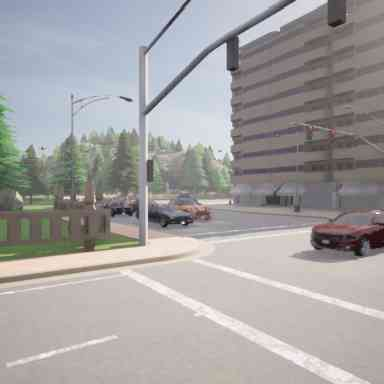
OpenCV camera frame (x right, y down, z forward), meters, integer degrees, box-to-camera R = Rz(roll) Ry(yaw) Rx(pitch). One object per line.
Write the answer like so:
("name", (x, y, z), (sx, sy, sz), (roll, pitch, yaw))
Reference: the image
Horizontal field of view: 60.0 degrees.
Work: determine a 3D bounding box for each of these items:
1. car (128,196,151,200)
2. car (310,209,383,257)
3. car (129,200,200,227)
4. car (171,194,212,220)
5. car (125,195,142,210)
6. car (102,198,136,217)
("car", (-4.855, 1.422, 34.380), (1.882, 1.535, 5.008), (0, 0, -22))
("car", (6.701, 1.461, 13.080), (5.008, 1.535, 1.882), (0, 0, -36))
("car", (-2.023, 1.492, 22.453), (2.033, 1.411, 5.357), (0, 0, -34))
("car", (-0.378, 1.297, 26.457), (2.097, 1.767, 4.553), (0, 0, -32))
("car", (-7.609, 1.297, 43.701), (2.097, 1.767, 4.553), (0, 0, -8))
("car", (-6.910, 1.545, 30.707), (1.895, 1.301, 4.718), (0, 0, -27))
